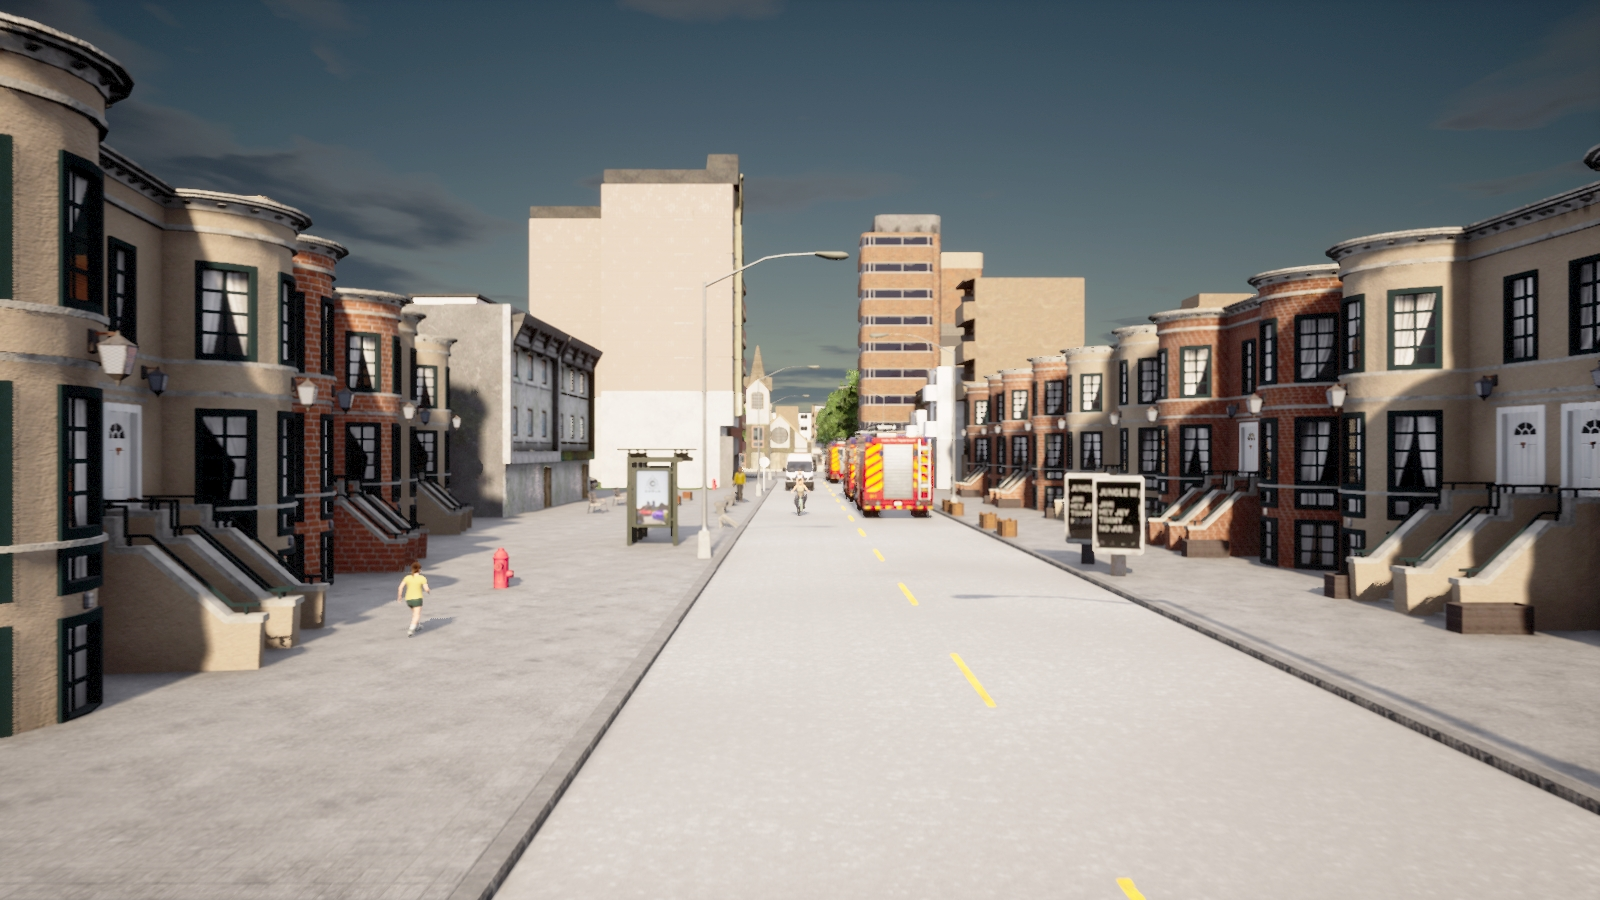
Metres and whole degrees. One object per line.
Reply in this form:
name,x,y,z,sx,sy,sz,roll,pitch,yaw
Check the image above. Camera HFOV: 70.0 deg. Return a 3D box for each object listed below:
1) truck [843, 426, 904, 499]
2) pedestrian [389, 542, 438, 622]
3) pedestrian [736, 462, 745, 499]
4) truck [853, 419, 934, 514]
truck,4.000,0.670,64.185,2.891,3.827,8.468,0,0,0
pedestrian,-5.601,1.905,16.583,0.500,1.100,0.500,0,0,8
pedestrian,-2.995,1.522,57.529,0.375,1.860,0.375,0,0,5
truck,4.010,0.670,50.691,2.891,3.827,8.468,0,0,0
